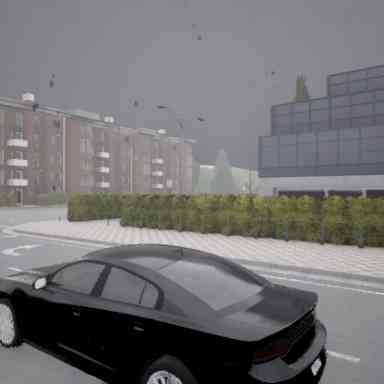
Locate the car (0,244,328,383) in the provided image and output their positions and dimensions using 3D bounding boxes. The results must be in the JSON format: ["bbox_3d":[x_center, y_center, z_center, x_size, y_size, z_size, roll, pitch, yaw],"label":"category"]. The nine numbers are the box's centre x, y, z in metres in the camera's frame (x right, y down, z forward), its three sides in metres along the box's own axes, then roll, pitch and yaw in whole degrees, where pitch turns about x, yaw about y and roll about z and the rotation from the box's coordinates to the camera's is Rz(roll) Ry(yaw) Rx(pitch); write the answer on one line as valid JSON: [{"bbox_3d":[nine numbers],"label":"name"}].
[{"bbox_3d":[-0.841,1.477,4.584,5.008,1.535,1.882,0,0,35],"label":"car"}]
